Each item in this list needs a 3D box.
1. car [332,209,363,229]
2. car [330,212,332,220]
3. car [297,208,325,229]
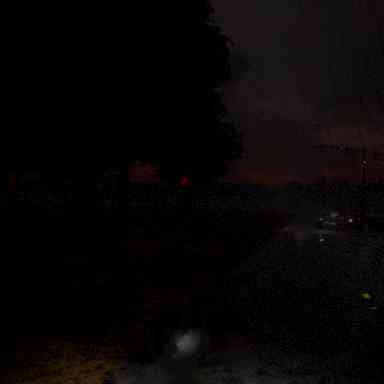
[{"bbox_3d":[13.799,2.388,29.383,1.994,1.385,4.181,2,-1,20],"label":"car"},{"bbox_3d":[17.518,2.711,39.662,1.895,1.301,4.718,2,-1,21],"label":"car"},{"bbox_3d":[9.925,2.123,27.783,1.882,1.535,5.008,2,-1,20],"label":"car"}]
